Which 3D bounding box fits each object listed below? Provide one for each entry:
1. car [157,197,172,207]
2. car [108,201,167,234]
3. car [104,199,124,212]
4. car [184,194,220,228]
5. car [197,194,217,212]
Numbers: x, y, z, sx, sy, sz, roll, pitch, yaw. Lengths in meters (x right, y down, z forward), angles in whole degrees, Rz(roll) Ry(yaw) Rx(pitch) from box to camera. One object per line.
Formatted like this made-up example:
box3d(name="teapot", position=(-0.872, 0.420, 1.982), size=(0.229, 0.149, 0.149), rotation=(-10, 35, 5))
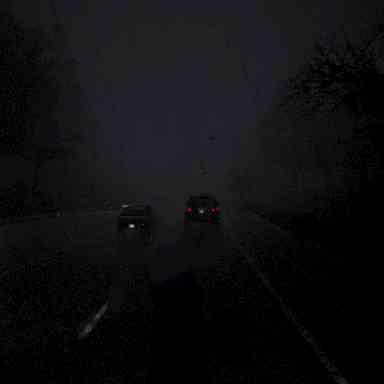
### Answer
box3d(name="car", position=(-4.306, 1.495, 50.664), size=(2.128, 1.511, 4.902), rotation=(0, 0, 6))
box3d(name="car", position=(-2.939, 1.492, 19.216), size=(2.128, 1.511, 4.902), rotation=(0, 0, 2))
box3d(name="car", position=(-8.900, 1.563, 39.398), size=(1.994, 1.385, 4.181), rotation=(0, 0, 5))
box3d(name="car", position=(0.699, 1.226, 22.290), size=(2.150, 2.045, 5.566), rotation=(0, 0, 3))
box3d(name="car", position=(1.922, 1.226, 40.592), size=(2.150, 2.045, 5.566), rotation=(0, 0, 5))
